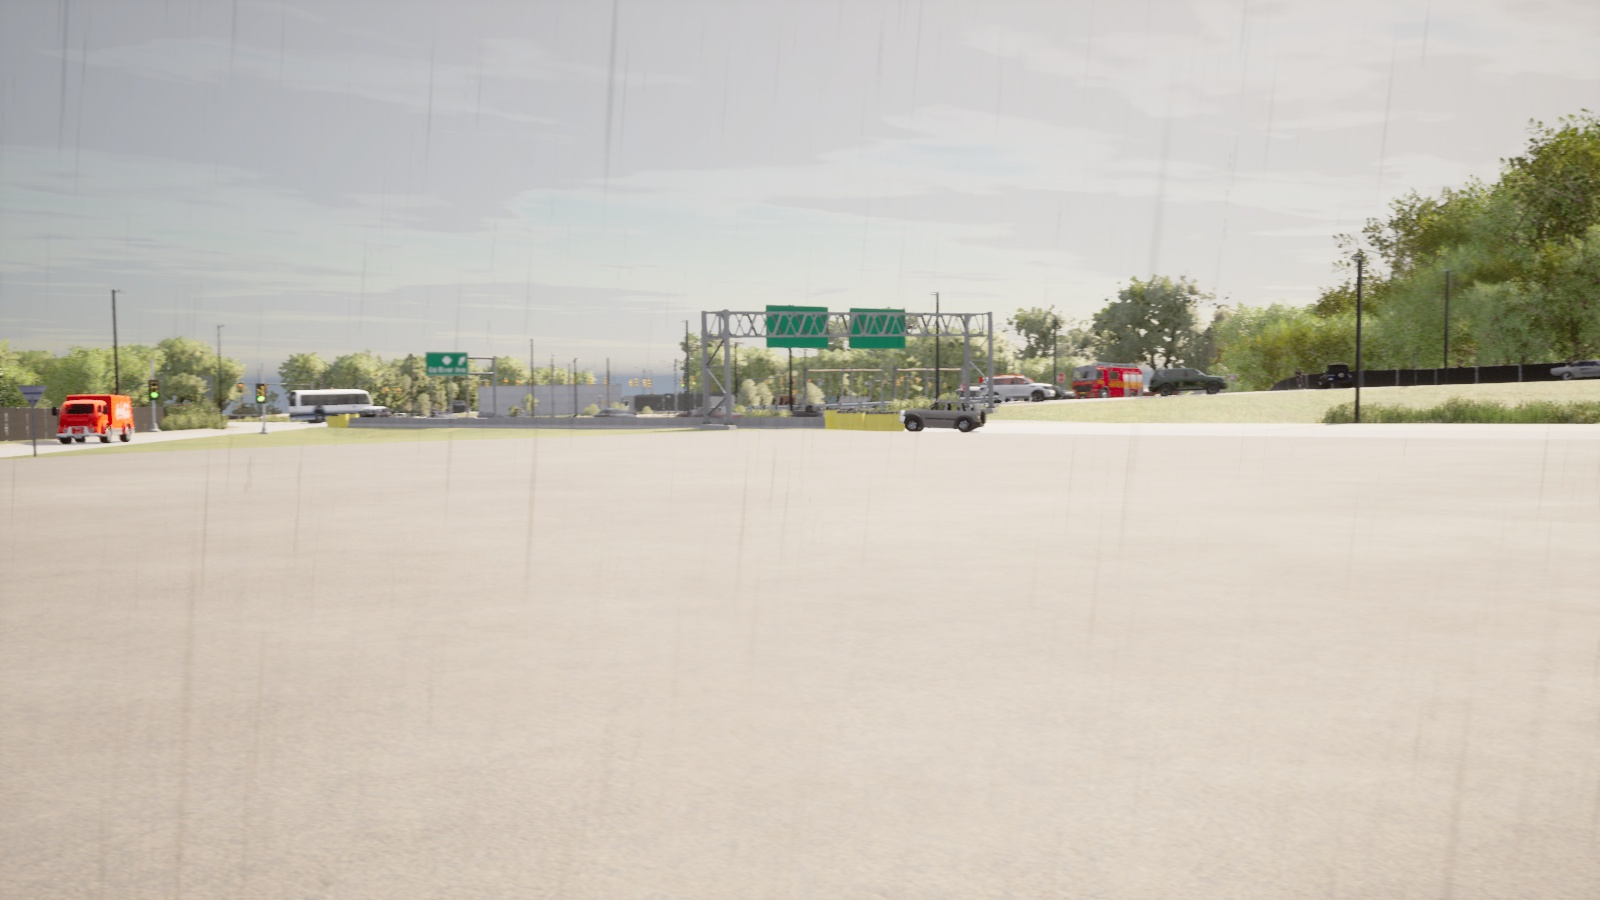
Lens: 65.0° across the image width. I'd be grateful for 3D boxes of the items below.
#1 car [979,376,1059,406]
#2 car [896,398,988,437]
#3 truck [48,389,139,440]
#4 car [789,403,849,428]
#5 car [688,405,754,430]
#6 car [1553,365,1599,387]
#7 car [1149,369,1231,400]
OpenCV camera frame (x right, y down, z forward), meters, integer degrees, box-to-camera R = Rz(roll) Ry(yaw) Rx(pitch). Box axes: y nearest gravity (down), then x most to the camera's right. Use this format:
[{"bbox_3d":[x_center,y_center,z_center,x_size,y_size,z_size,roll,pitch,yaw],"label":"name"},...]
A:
[{"bbox_3d":[16.581,-4.462,95.093,5.566,2.045,2.150,-1,3,20],"label":"car"},{"bbox_3d":[7.670,-1.750,67.745,4.605,1.855,1.932,3,1,16],"label":"car"},{"bbox_3d":[-35.915,-1.835,64.037,2.627,2.467,5.204,-1,2,-13],"label":"truck"},{"bbox_3d":[1.255,-2.319,84.198,1.851,1.617,3.988,-3,3,-40],"label":"car"},{"bbox_3d":[-5.486,-2.287,86.797,2.033,1.649,4.856,-3,3,-40],"label":"car"},{"bbox_3d":[51.526,-4.800,81.024,1.895,1.301,4.718,-3,2,-42],"label":"car"},{"bbox_3d":[28.460,-4.768,91.740,5.566,2.045,2.150,-2,2,14],"label":"car"}]
